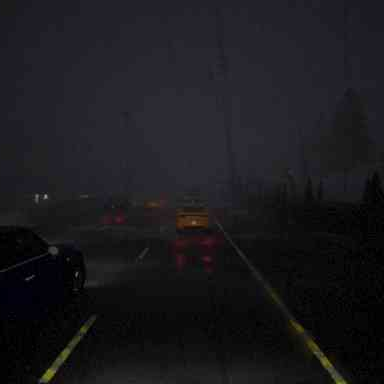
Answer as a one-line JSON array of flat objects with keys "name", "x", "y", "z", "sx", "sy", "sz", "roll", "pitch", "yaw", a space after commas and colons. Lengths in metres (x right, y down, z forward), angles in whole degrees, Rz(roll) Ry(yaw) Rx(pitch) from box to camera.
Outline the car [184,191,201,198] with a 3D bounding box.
[{"name": "car", "x": 0.077, "y": 0.514, "z": 38.416, "sx": 1.895, "sy": 1.301, "sz": 4.718, "roll": 0, "pitch": 5, "yaw": 0}]

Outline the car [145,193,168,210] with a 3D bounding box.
[{"name": "car", "x": -3.406, "y": 0.852, "z": 32.784, "sx": 1.882, "sy": 1.535, "sz": 5.008, "roll": 0, "pitch": 4, "yaw": 0}]

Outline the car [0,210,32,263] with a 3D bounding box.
[{"name": "car", "x": -6.901, "y": 1.450, "z": 9.892, "sx": 1.882, "sy": 1.535, "sz": 5.008, "roll": 0, "pitch": 0, "yaw": 0}]

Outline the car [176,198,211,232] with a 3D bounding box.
[{"name": "car", "x": 0.099, "y": 1.401, "z": 19.714, "sx": 1.882, "sy": 1.535, "sz": 5.008, "roll": 0, "pitch": 1, "yaw": 0}]

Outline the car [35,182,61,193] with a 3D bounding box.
[{"name": "car", "x": -21.076, "y": -0.689, "z": 48.944, "sx": 2.033, "sy": 1.411, "sz": 5.357, "roll": 0, "pitch": 7, "yaw": 0}]

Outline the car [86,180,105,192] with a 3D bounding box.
[{"name": "car", "x": -14.076, "y": -0.965, "z": 48.948, "sx": 1.812, "sy": 1.442, "sz": 4.674, "roll": 0, "pitch": 7, "yaw": 0}]

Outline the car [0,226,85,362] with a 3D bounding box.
[{"name": "car", "x": -3.400, "y": 1.337, "z": 5.483, "sx": 2.097, "sy": 1.767, "sz": 4.553, "roll": 0, "pitch": 0, "yaw": 0}]

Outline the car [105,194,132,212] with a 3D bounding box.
[{"name": "car", "x": -6.904, "y": 0.950, "z": 31.550, "sx": 2.128, "sy": 1.511, "sz": 4.902, "roll": 0, "pitch": 4, "yaw": 0}]
